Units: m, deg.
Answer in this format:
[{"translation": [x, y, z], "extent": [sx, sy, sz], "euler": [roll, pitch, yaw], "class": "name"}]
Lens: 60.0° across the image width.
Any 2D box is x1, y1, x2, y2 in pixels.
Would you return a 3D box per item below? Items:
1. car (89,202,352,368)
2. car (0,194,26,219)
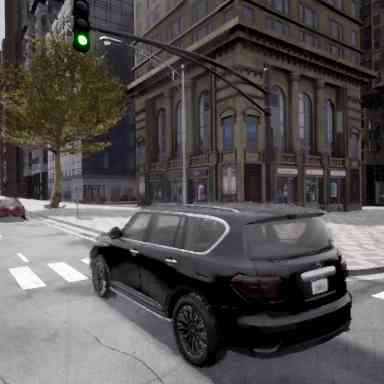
[{"translation": [-0.051, 1.201, 6.099], "extent": [2.150, 2.045, 5.566], "euler": [-1, 1, -36], "class": "car"}, {"translation": [-15.015, 1.289, 27.046], "extent": [2.097, 1.767, 4.553], "euler": [-1, 1, -36], "class": "car"}]
